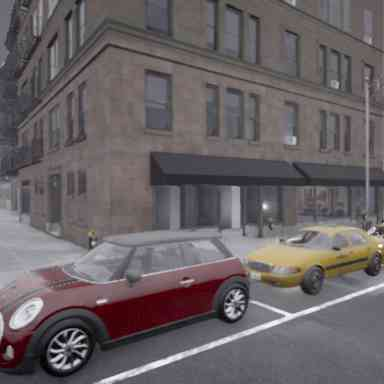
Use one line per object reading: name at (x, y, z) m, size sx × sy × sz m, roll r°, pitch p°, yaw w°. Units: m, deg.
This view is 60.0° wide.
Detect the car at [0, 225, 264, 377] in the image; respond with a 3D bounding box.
car at (-1.012, 1.427, 5.467) m, size 4.097 × 1.590 × 1.967 m, roll 0°, pitch 0°, yaw -36°

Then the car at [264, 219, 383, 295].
car at (3.341, 1.479, 8.575) m, size 4.829 × 1.417 × 1.752 m, roll 0°, pitch 0°, yaw -36°
